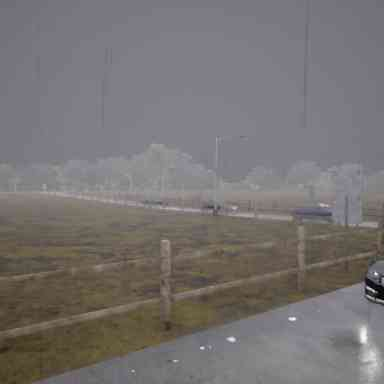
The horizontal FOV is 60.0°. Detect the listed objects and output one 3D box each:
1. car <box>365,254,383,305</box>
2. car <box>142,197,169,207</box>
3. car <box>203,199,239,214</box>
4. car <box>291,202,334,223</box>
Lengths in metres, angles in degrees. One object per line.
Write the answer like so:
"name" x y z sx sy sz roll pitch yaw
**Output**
"car" 5.532 1.498 6.966 4.902 1.511 2.128 0 0 -35
"car" -5.142 1.435 46.527 1.895 1.301 4.718 1 0 -35
"car" 2.953 1.487 35.231 2.128 1.511 4.902 1 0 -35
"car" 9.799 1.538 25.620 1.812 1.442 4.674 1 -1 -34
